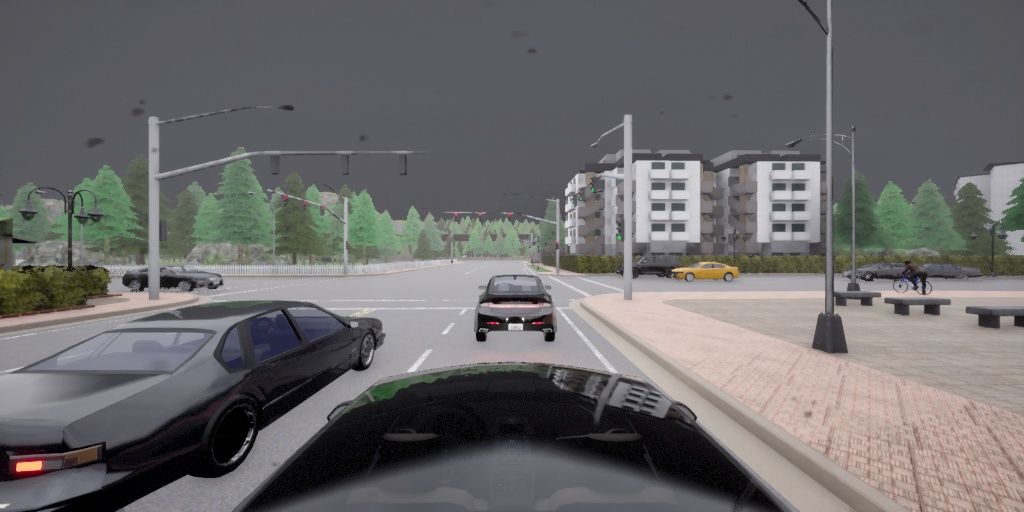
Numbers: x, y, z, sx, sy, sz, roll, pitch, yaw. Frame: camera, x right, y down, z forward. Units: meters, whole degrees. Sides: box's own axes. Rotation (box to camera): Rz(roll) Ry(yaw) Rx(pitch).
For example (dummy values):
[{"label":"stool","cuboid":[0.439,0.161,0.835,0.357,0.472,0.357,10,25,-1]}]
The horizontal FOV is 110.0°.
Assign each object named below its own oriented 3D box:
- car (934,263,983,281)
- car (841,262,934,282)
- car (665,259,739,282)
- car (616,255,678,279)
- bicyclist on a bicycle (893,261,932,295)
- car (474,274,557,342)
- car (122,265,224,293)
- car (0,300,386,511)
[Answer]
[{"label":"car","cuboid":[35.551,1.297,30.289,5.357,1.411,2.033,0,0,17]},{"label":"car","cuboid":[28.988,1.240,28.132,4.902,1.511,2.128,0,0,10]},{"label":"car","cuboid":[15.296,1.228,28.569,5.008,1.535,1.882,0,0,-2]},{"label":"car","cuboid":[12.208,0.967,31.977,5.566,2.045,2.150,-1,0,-2]},{"label":"bicyclist on a bicycle","cuboid":[19.391,1.051,17.395,0.582,1.620,1.656,0,0,-3]},{"label":"car","cuboid":[0.084,1.242,9.771,2.128,1.511,4.902,0,0,0]},{"label":"car","cuboid":[-19.127,1.242,20.358,4.902,1.511,2.128,0,0,3]},{"label":"car","cuboid":[-3.444,1.297,4.672,2.033,1.411,5.357,0,0,1]}]
